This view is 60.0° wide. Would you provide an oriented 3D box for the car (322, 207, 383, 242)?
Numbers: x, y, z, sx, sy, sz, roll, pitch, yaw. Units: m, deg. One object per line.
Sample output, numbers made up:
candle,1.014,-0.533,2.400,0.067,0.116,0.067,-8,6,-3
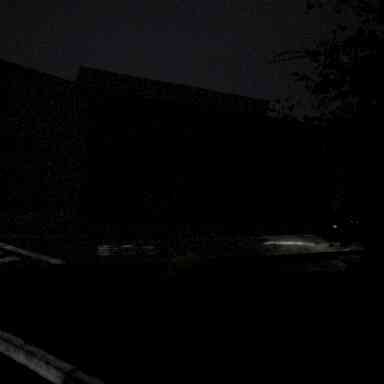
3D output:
car,9.905,1.495,18.699,5.566,2.045,2.150,1,3,-29
